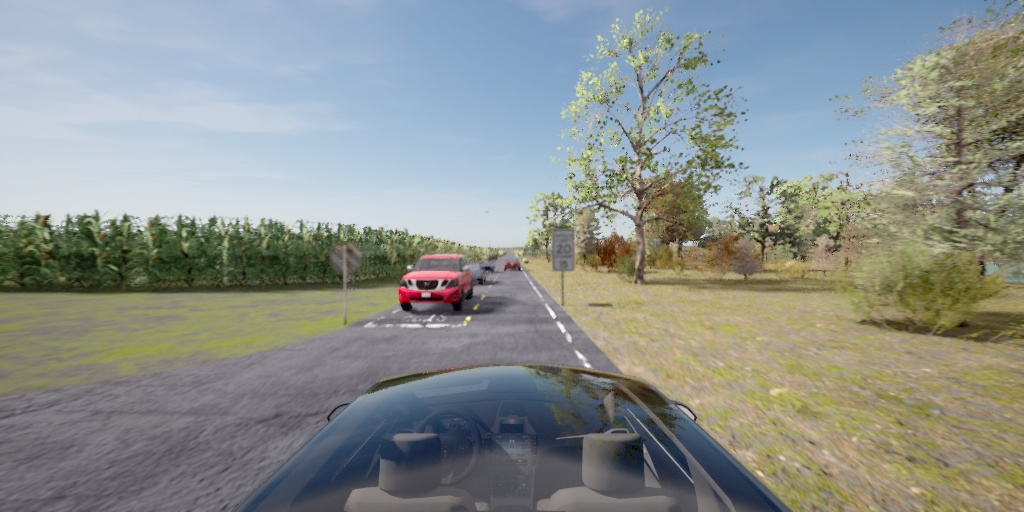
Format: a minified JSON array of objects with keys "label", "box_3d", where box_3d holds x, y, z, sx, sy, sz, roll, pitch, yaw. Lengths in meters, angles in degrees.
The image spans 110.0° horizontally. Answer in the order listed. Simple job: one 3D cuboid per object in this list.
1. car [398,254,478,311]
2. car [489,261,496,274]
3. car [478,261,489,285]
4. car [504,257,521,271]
[{"label":"car","box_3d":[-2.845,0.933,14.646,2.150,2.045,5.566,0,0,0]},{"label":"car","box_3d":[-2.829,1.218,39.595,1.895,1.301,4.718,0,0,0]},{"label":"car","box_3d":[-2.845,1.200,25.153,1.812,1.442,4.674,0,0,0]},{"label":"car","box_3d":[0.054,0.946,45.251,2.097,1.767,4.553,0,0,0]}]
